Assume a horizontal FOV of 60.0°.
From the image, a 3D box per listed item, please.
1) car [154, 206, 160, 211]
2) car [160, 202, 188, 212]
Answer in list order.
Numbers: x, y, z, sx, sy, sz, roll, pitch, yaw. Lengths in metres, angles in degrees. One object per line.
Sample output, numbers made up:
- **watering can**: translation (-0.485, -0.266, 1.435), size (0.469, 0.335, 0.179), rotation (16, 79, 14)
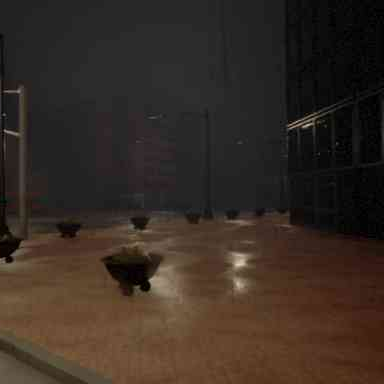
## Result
- **car**: translation (-4.241, 2.615, 58.326), size (2.033, 1.411, 5.357), rotation (-1, -1, 36)
- **car**: translation (-2.597, 2.494, 54.612), size (1.837, 1.490, 4.892), rotation (-1, -2, 36)
